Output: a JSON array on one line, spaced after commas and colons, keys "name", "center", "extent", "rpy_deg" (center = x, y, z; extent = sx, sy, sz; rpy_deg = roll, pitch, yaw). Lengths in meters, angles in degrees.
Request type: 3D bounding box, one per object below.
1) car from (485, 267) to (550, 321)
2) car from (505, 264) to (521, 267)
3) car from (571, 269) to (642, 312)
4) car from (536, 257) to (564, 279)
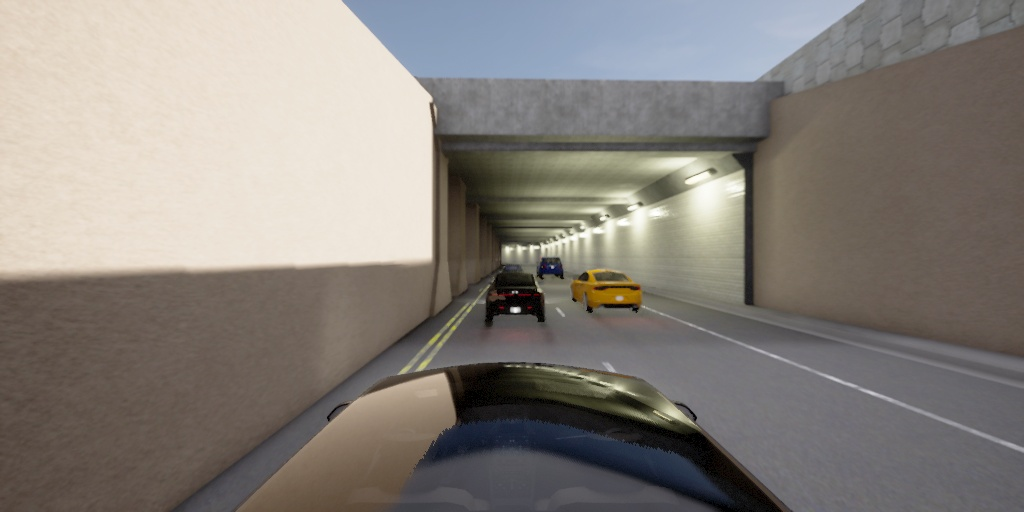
[{"name": "car", "center": [0.100, 1.297, 12.607], "extent": [1.837, 1.490, 4.892], "rpy_deg": [0, 0, 0]}, {"name": "car", "center": [0.099, 1.407, 29.944], "extent": [2.033, 1.411, 5.357], "rpy_deg": [0, 0, 0]}, {"name": "car", "center": [3.599, 1.277, 14.477], "extent": [1.882, 1.535, 5.008], "rpy_deg": [0, 0, 0]}, {"name": "car", "center": [3.599, 1.098, 34.390], "extent": [2.150, 2.045, 5.566], "rpy_deg": [0, 0, 0]}]
